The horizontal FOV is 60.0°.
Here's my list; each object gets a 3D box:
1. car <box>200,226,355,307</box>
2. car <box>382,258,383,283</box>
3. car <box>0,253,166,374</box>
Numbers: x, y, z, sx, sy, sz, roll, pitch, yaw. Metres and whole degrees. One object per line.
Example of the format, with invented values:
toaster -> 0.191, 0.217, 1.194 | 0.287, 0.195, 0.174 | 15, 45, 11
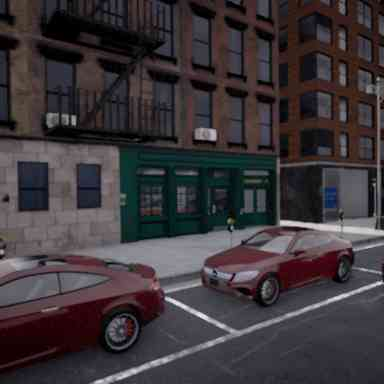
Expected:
car -> 2.132, 1.490, 7.709 | 4.206, 1.307, 1.802 | -1, 1, -35
car -> 6.199, 1.338, 7.490 | 5.008, 1.535, 1.882 | -1, 1, -35
car -> -2.359, 1.573, 4.505 | 4.206, 1.307, 1.802 | -1, 1, -35
